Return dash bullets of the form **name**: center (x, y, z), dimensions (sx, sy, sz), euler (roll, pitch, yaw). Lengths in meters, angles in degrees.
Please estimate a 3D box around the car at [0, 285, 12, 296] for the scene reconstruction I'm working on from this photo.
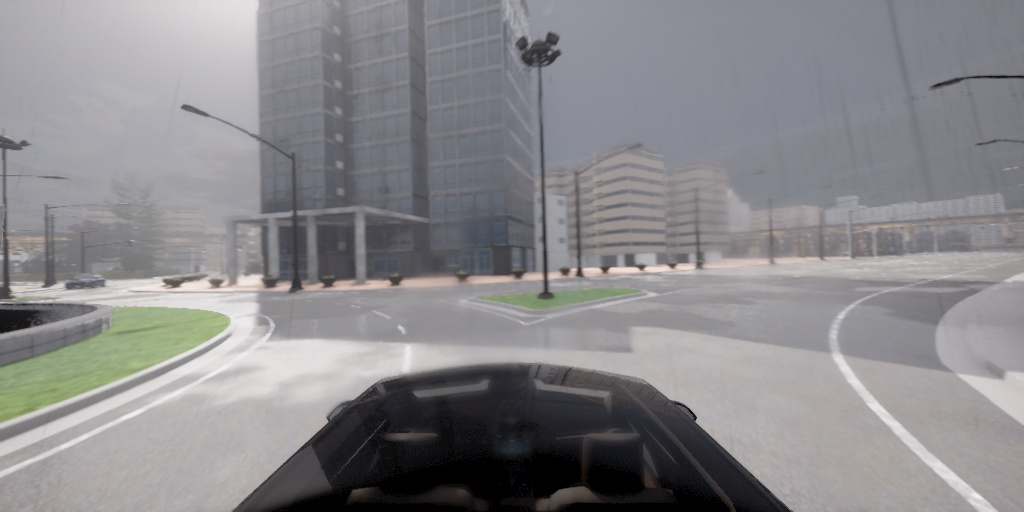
- **car**: center (-42.374, 2.784, 28.206), dimensions (1.994, 1.385, 4.181), euler (-1, -1, -21)
